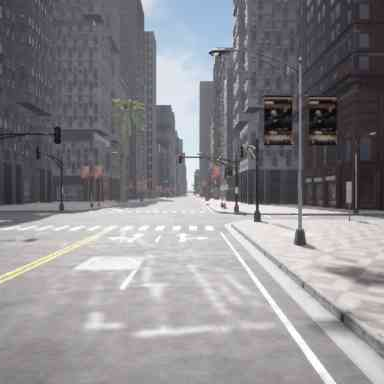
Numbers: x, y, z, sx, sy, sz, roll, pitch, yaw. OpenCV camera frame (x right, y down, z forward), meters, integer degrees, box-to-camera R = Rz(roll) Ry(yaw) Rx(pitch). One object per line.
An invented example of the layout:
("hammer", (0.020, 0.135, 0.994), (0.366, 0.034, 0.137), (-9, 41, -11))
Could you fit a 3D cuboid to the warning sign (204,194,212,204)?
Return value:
("warning sign", (2.860, 1.242, 59.420), (1.300, 1.860, 1.060), (1, 0, 0))
